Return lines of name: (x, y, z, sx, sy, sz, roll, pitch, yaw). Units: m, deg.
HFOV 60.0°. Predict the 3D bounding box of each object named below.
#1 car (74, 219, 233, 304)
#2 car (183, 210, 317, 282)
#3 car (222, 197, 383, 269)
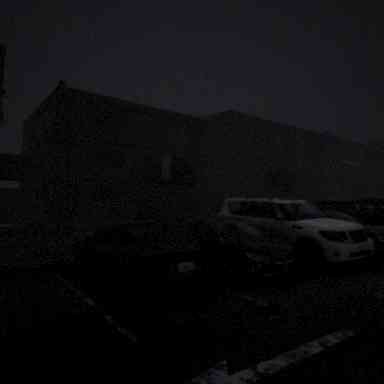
car: (-1.453, 1.501, 8.371, 2.163, 1.488, 4.792, 0, 0, -35)
car: (0.849, 1.474, 9.961, 2.231, 1.521, 4.892, 0, 0, -35)
car: (3.165, 1.225, 11.549, 2.435, 2.045, 5.566, 0, 0, -35)
